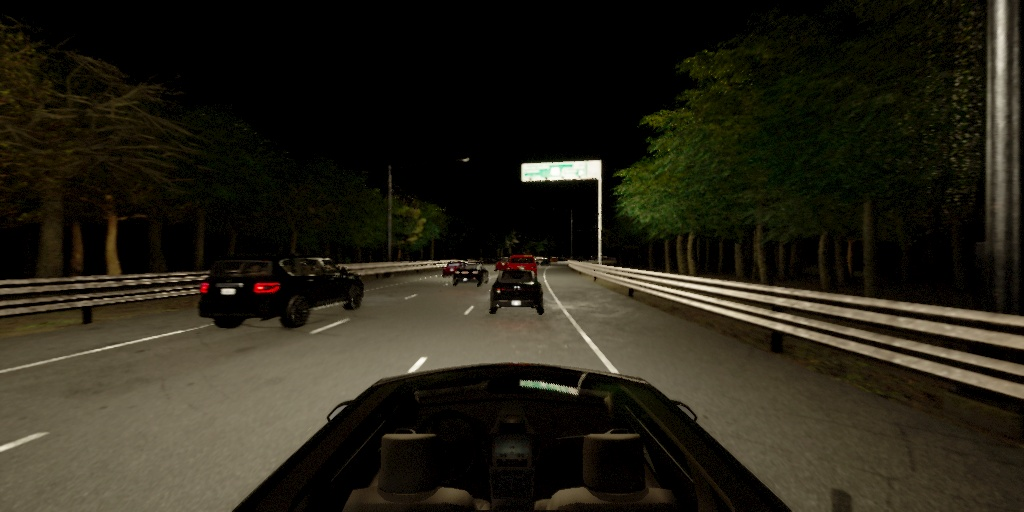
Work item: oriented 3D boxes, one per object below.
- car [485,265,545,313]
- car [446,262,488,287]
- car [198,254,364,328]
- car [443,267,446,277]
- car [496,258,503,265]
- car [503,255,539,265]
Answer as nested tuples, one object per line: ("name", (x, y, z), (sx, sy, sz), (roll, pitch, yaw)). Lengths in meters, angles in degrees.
("car", (0.216, 1.256, 13.932), (1.837, 1.490, 4.892), (0, 0, 2))
("car", (-2.733, 1.234, 24.549), (2.128, 1.511, 4.902), (0, 0, 3))
("car", (-6.855, 0.957, 11.455), (2.150, 2.045, 5.566), (0, 0, 2))
("car", (-5.487, 1.296, 35.734), (1.994, 1.385, 4.181), (0, 0, 5))
("car", (-0.863, 1.085, 47.302), (2.097, 1.767, 4.553), (0, 0, 6))
("car", (0.839, 0.970, 27.145), (2.150, 2.045, 5.566), (0, 0, 4))
